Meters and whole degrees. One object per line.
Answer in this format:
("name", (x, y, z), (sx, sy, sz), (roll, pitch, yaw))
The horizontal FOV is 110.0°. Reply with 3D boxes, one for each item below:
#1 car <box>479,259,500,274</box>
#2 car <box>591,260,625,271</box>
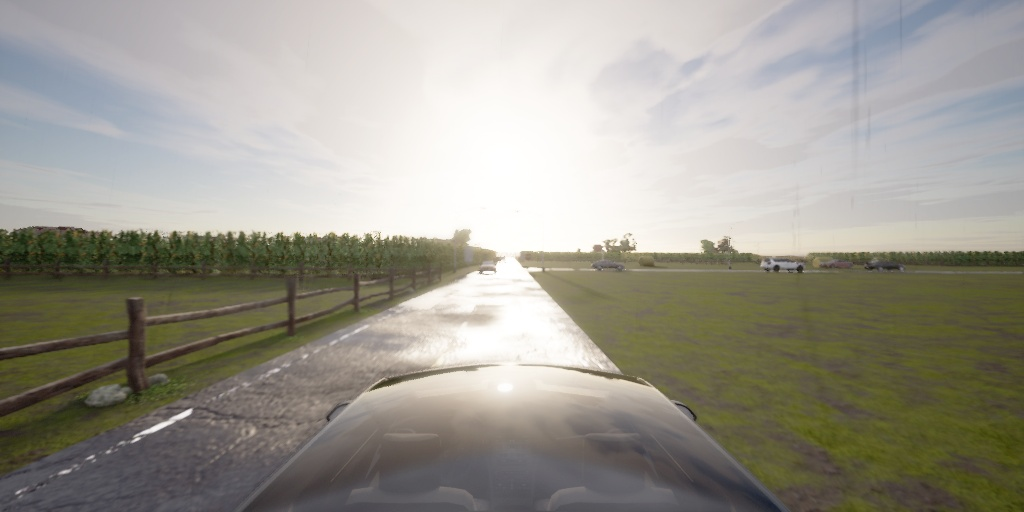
("car", (-2.749, 1.314, 42.138), (1.812, 1.442, 4.674), (0, 0, 0))
("car", (14.062, 1.335, 52.601), (4.902, 1.511, 2.128), (0, 0, 1))
